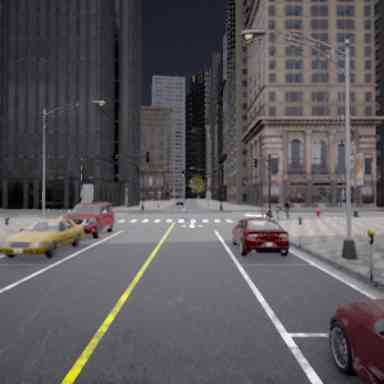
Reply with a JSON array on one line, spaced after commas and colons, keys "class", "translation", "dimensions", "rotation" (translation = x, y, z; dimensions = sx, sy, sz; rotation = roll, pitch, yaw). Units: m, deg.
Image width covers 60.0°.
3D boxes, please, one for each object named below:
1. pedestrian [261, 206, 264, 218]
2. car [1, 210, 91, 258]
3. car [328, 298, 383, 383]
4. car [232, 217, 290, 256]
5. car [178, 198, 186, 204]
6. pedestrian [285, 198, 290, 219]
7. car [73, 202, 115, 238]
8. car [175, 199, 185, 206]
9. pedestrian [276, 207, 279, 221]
[{"class": "pedestrian", "translation": [6.152, 1.773, 29.082], "dimensions": [0.375, 1.300, 0.375], "rotation": [0, -1, 0]}, {"class": "car", "translation": [-5.844, 1.685, 13.590], "dimensions": [1.752, 1.417, 4.829], "rotation": [0, -1, 0]}, {"class": "car", "translation": [2.675, 1.615, 2.834], "dimensions": [1.802, 1.307, 4.206], "rotation": [0, -1, 0]}, {"class": "car", "translation": [2.681, 1.706, 13.753], "dimensions": [1.887, 1.381, 4.507], "rotation": [0, -1, 0]}, {"class": "car", "translation": [-2.900, 2.605, 94.409], "dimensions": [2.128, 1.511, 4.902], "rotation": [0, -1, 0]}, {"class": "pedestrian", "translation": [8.152, 1.412, 28.487], "dimensions": [0.375, 1.860, 0.375], "rotation": [0, -1, 0]}, {"class": "car", "translation": [-5.839, 1.545, 19.222], "dimensions": [2.192, 1.841, 5.009], "rotation": [0, -1, 0]}, {"class": "car", "translation": [-2.904, 2.653, 77.935], "dimensions": [1.895, 1.301, 4.718], "rotation": [0, -1, 0]}, {"class": "pedestrian", "translation": [7.151, 1.456, 27.887], "dimensions": [0.375, 1.860, 0.375], "rotation": [0, -1, 0]}]
